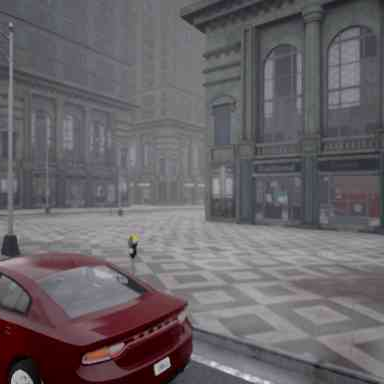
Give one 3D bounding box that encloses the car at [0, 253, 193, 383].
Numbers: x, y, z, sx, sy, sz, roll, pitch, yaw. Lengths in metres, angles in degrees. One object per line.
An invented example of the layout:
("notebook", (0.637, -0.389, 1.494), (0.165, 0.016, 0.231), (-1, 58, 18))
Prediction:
("car", (-2.098, 1.509, 4.488), (4.507, 1.381, 1.887), (1, 0, 36))
